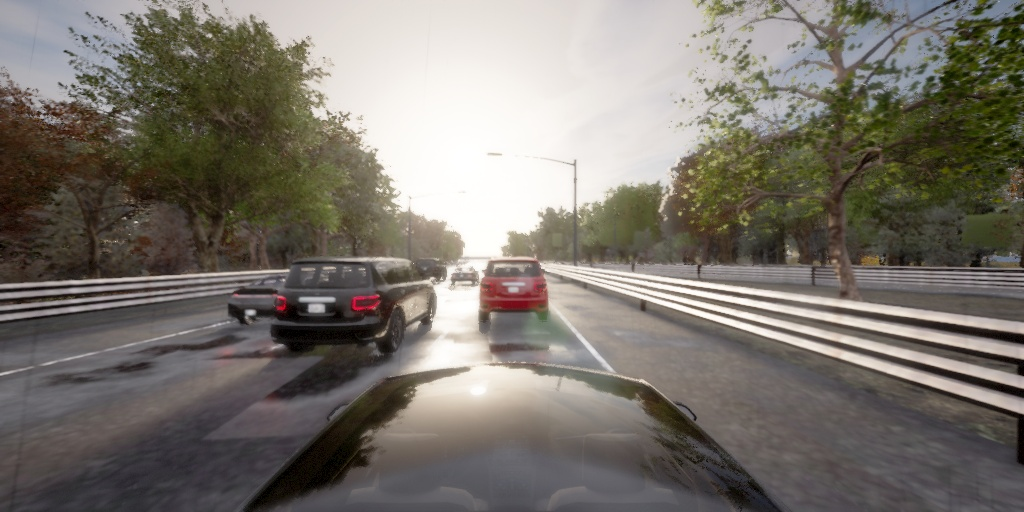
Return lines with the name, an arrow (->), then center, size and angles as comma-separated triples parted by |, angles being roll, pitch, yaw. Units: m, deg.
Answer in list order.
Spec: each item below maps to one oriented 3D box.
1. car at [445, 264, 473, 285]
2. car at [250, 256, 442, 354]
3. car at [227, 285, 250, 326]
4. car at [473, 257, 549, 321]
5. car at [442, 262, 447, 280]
car -> -3.681, 1.493, 28.483 | 2.033, 1.411, 5.357 | 0, 0, -1
car -> -3.468, 1.025, 9.068 | 2.150, 2.045, 5.566 | 0, 0, 0
car -> -6.975, 1.315, 11.990 | 2.128, 1.511, 4.902 | 0, 0, 0
car -> 0.038, 1.051, 12.885 | 2.150, 2.045, 5.566 | 0, 0, 0
car -> -7.248, 1.199, 32.363 | 2.150, 2.045, 5.566 | 0, 0, -1
